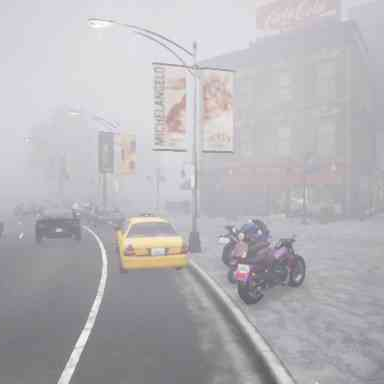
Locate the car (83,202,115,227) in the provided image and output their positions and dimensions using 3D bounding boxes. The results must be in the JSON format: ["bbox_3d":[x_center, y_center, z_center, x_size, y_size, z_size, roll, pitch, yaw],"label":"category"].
[{"bbox_3d":[-6.003,1.591,22.679,1.895,1.301,4.718,0,0,-25],"label":"car"}]

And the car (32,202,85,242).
[{"bbox_3d":[-6.647,1.472,16.537,1.882,1.535,5.008,0,0,-23],"label":"car"}]

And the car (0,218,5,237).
[{"bbox_3d":[-9.701,1.539,14.803,2.033,1.411,5.357,0,0,-22],"label":"car"}]

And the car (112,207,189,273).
[{"bbox_3d":[-1.493,1.456,10.762,1.801,1.575,5.366,0,0,-15],"label":"car"}]

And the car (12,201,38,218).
[{"bbox_3d":[-14.878,1.534,30.339,2.033,1.411,5.357,0,0,-39],"label":"car"}]

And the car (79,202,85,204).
[{"bbox_3d":[-9.033,1.513,27.542,2.002,1.452,4.674,0,0,-35],"label":"car"}]
